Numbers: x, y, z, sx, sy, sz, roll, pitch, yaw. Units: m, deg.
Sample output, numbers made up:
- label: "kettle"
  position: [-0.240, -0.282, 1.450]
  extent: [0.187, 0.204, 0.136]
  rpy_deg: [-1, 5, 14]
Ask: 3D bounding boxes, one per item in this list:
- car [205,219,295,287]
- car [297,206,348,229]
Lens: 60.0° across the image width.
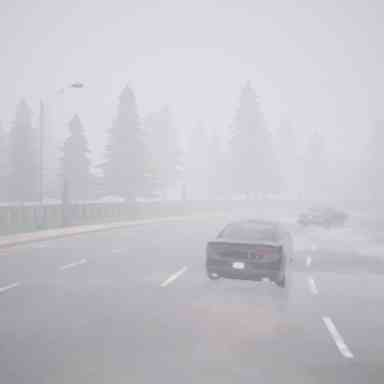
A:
- label: "car"
  position: [1.874, 1.510, 9.680]
  extent: [1.882, 1.535, 5.008]
  rpy_deg: [0, -1, 20]
- label: "car"
  position: [8.925, 1.645, 22.577]
  extent: [2.033, 1.411, 5.357]
  rpy_deg: [0, 0, 40]
